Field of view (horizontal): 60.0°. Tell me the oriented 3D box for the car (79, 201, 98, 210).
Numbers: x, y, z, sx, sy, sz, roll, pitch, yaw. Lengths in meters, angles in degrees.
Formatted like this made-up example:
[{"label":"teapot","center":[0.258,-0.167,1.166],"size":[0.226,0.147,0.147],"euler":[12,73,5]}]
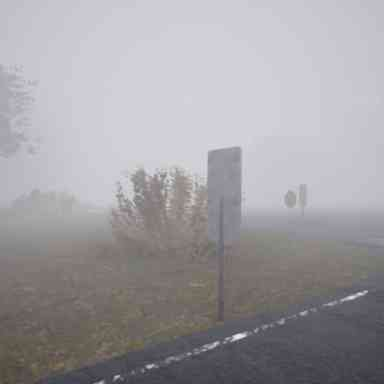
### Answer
[{"label":"car","center":[-16.169,2.136,51.795],"size":[1.994,1.385,4.181],"euler":[1,-1,-35]}]
